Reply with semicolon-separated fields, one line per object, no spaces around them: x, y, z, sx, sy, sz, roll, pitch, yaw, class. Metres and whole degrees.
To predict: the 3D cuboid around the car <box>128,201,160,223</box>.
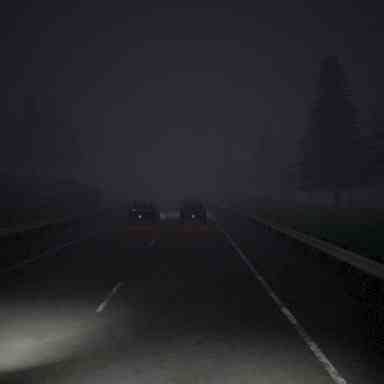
-3.427;1.402;24.238;2.128;1.511;4.902;0;0;0;car

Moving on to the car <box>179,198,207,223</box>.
0.070;1.400;24.270;2.128;1.511;4.902;0;0;0;car
